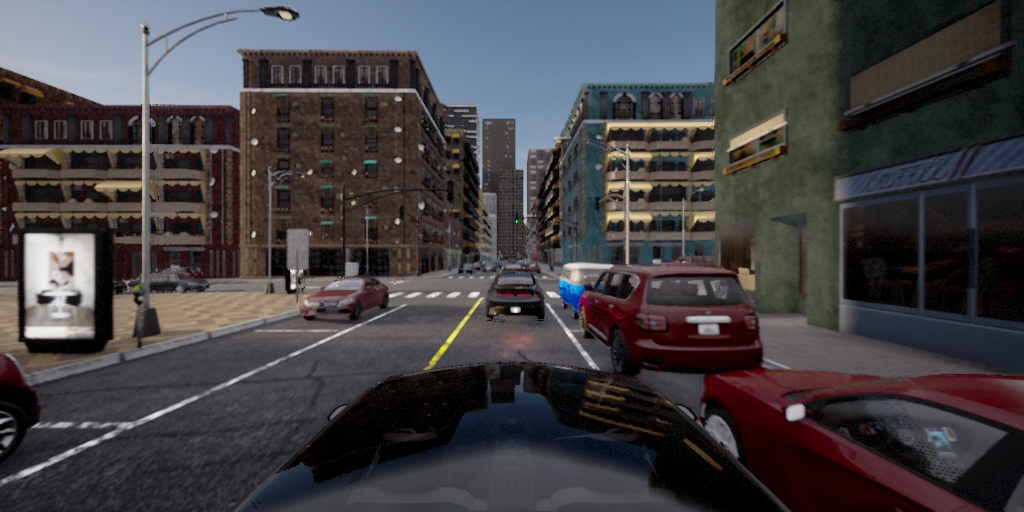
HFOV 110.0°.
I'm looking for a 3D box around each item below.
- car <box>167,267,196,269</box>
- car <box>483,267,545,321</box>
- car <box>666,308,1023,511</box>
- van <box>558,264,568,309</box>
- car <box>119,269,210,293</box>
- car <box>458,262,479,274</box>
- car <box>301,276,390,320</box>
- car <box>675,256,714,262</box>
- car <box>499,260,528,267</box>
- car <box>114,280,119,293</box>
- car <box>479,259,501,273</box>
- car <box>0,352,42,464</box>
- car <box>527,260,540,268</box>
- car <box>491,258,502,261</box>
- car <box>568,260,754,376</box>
[{"bbox_3d":[-30.254,1.743,32.154,4.097,1.591,1.967,0,0,0],"label":"car"},{"bbox_3d":[0.102,1.314,12.759,1.837,1.490,4.892,0,0,0],"label":"car"},{"bbox_3d":[2.689,1.295,1.740,1.888,1.381,4.507,0,0,0],"label":"car"},{"bbox_3d":[2.691,1.151,12.796,1.690,1.789,3.998,0,0,0],"label":"van"},{"bbox_3d":[-22.389,1.758,23.569,4.403,1.370,2.007,0,0,0],"label":"car"},{"bbox_3d":[-5.682,1.559,45.203,1.948,1.339,4.313,0,0,0],"label":"car"},{"bbox_3d":[-5.690,1.392,12.799,1.802,1.307,4.207,0,0,0],"label":"car"},{"bbox_3d":[15.779,0.949,32.348,5.009,1.841,2.192,0,0,0],"label":"car"},{"bbox_3d":[0.108,1.389,31.156,1.882,1.535,5.008,0,0,0],"label":"car"},{"bbox_3d":[-27.958,1.840,23.530,4.403,1.370,2.007,0,0,0],"label":"car"},{"bbox_3d":[-3.073,1.507,49.193,2.128,1.511,4.902,0,0,0],"label":"car"},{"bbox_3d":[-5.692,1.190,1.743,1.967,1.591,4.097,0,0,0],"label":"car"},{"bbox_3d":[2.699,1.575,45.189,1.802,1.307,4.207,0,0,0],"label":"car"},{"bbox_3d":[-3.016,1.329,64.824,2.150,2.045,5.566,0,0,1],"label":"car"},{"bbox_3d":[2.690,1.094,7.268,2.192,1.841,5.009,0,0,0],"label":"car"}]
